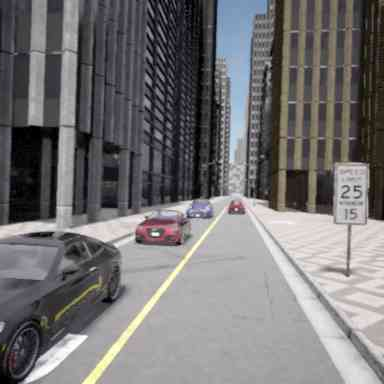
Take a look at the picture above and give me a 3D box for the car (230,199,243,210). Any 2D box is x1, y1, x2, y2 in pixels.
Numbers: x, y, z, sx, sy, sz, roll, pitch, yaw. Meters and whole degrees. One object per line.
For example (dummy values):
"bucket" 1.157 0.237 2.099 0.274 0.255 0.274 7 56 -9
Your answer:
"car" 6.635 1.783 49.372 1.812 1.442 4.674 2 0 8

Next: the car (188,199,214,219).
"car" 0.789 1.397 29.910 2.097 1.767 4.553 2 0 8

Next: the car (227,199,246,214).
"car" 5.115 1.722 38.181 1.812 1.442 4.674 2 0 8

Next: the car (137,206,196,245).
"car" -1.207 1.532 15.425 1.994 1.385 4.181 2 0 8

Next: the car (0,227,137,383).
"car" -2.579 1.442 5.485 1.812 1.442 4.674 2 0 8
